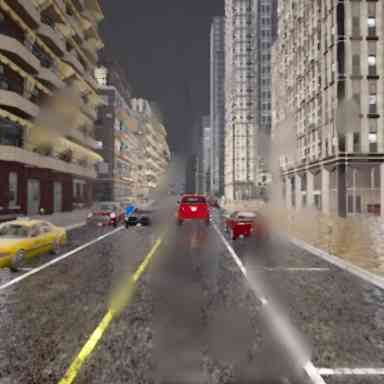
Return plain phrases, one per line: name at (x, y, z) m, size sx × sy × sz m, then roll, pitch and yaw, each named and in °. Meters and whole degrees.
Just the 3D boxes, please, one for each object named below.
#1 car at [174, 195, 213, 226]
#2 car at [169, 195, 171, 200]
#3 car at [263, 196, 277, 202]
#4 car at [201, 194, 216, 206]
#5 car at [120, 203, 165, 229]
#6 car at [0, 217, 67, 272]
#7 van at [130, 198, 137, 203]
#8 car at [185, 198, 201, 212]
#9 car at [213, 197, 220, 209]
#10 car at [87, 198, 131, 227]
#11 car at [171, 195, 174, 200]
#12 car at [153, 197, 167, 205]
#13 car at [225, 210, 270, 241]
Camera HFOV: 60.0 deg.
car at (0.120, 1.232, 23.797) m, size 2.150 × 2.045 × 5.566 m, roll 0°, pitch -1°, yaw 0°
car at (-5.634, 1.637, 62.354) m, size 1.947 × 1.339 × 4.313 m, roll 1°, pitch 0°, yaw 0°
car at (17.973, 1.686, 73.892) m, size 4.403 × 1.369 × 2.008 m, roll 0°, pitch -2°, yaw 0°
car at (2.713, 1.374, 56.539) m, size 2.192 × 1.841 × 5.009 m, roll 1°, pitch 0°, yaw 0°
car at (-3.081, 1.615, 21.516) m, size 1.895 × 1.301 × 4.718 m, roll 0°, pitch 0°, yaw 0°
car at (-5.667, 1.532, 10.908) m, size 1.752 × 1.417 × 4.829 m, roll 1°, pitch 0°, yaw 0°
van at (-5.652, 1.362, 28.171) m, size 1.690 × 1.788 × 3.998 m, roll 1°, pitch 0°, yaw 0°
car at (0.128, 1.539, 41.201) m, size 1.837 × 1.490 × 4.892 m, roll 0°, pitch 0°, yaw 0°
car at (2.704, 1.480, 45.141) m, size 1.967 × 1.590 × 4.097 m, roll 1°, pitch 0°, yaw 0°
car at (-5.658, 1.456, 22.472) m, size 1.967 × 1.590 × 4.097 m, roll 1°, pitch 0°, yaw 0°
car at (-5.611, 1.593, 94.746) m, size 1.967 × 1.590 × 4.097 m, roll 1°, pitch 0°, yaw 0°
car at (-5.638, 1.641, 56.657) m, size 1.802 × 1.307 × 4.206 m, roll 1°, pitch 0°, yaw 0°
car at (2.683, 1.555, 16.649) m, size 1.887 × 1.381 × 4.507 m, roll 1°, pitch 0°, yaw 0°
